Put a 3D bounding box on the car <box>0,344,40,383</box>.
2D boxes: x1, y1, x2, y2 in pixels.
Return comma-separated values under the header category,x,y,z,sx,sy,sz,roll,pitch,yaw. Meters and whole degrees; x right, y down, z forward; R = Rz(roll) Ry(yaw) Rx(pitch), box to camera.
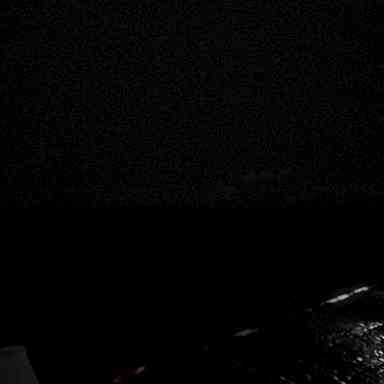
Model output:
category,x,y,z,sx,sy,sz,roll,pitch,yaw
car,-2.938,1.613,1.041,4.718,1.301,1.895,0,0,-36
